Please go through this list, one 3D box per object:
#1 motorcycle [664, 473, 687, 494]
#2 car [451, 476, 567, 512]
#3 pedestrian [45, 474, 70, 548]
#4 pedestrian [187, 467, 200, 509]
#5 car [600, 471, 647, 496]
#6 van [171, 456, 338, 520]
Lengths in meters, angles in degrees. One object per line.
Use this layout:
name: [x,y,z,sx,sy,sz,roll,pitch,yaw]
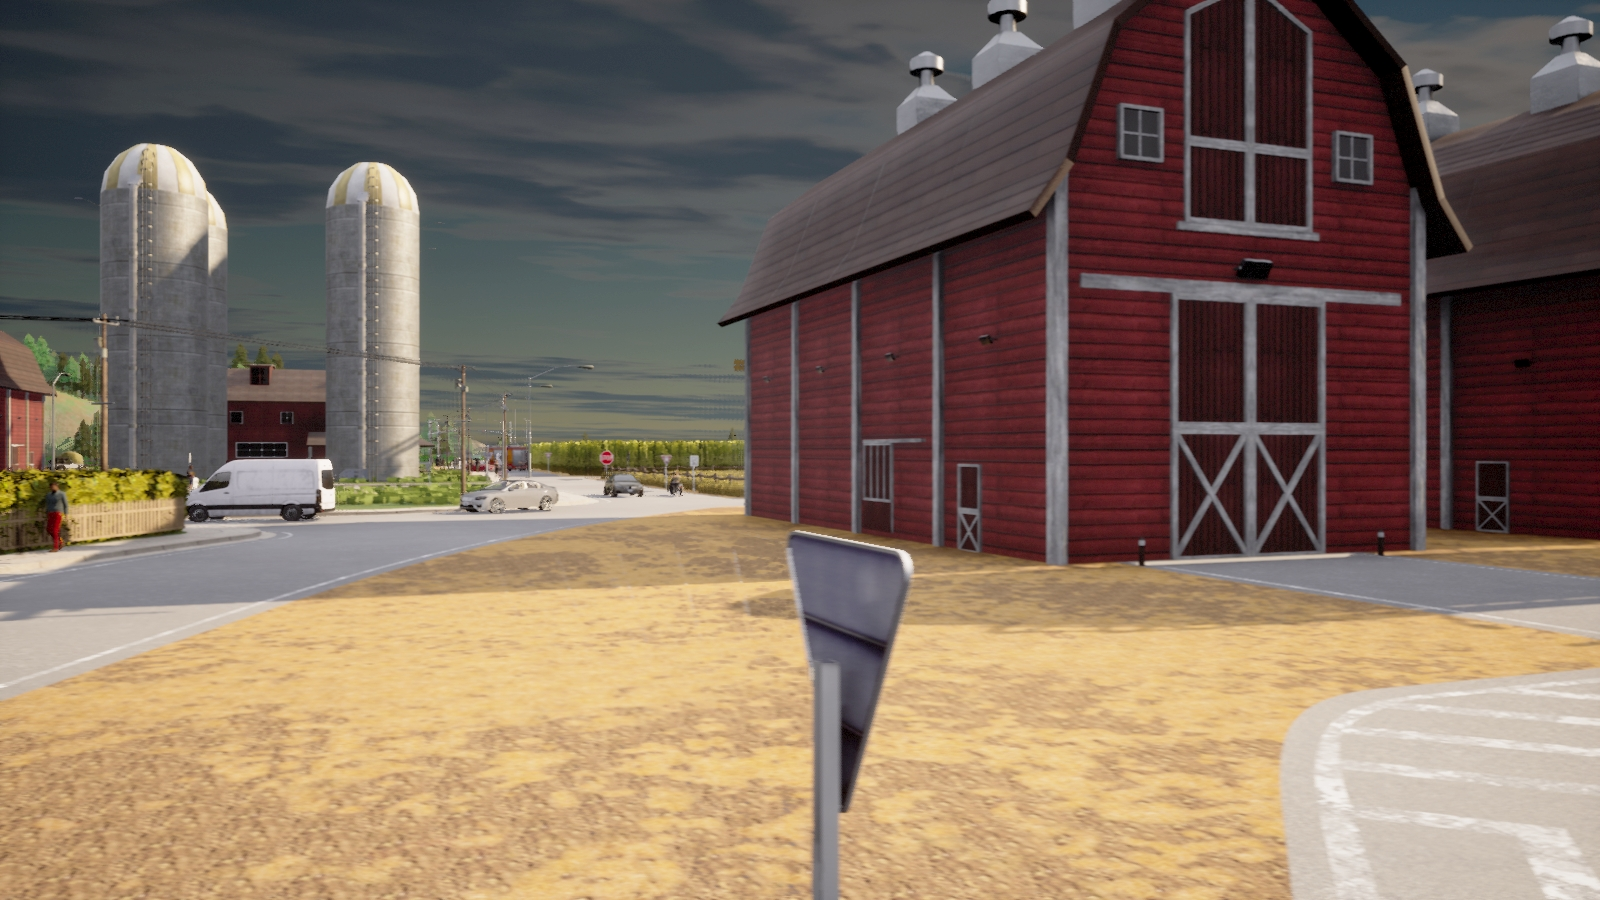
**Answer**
motorcycle: [-7.992,2.156,73.398,0.764,1.307,2.356,1,0,-24]
car: [-13.380,1.988,52.771,2.128,1.511,4.902,0,0,37]
pedestrian: [-19.050,1.555,29.320,0.375,1.860,0.375,0,0,4]
pedestrian: [-27.050,1.695,50.978,0.375,1.860,0.375,0,0,5]
car: [-11.115,2.082,71.701,2.002,1.442,4.674,0,0,-20]
van: [-22.486,1.528,47.271,5.915,2.561,1.988,0,0,-5]
